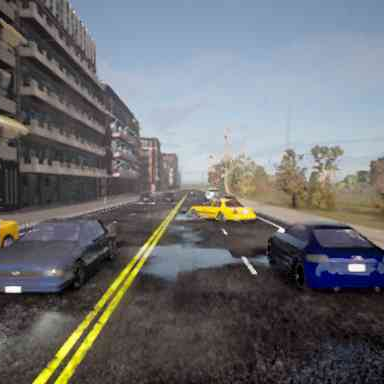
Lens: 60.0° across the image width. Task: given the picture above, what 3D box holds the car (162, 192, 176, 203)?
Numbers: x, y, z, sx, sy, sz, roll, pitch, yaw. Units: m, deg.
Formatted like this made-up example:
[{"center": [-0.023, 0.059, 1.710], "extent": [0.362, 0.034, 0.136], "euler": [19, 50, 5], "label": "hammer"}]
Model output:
[{"center": [-3.321, 0.721, 48.838], "extent": [1.882, 1.535, 5.008], "euler": [0, 1, 0], "label": "car"}]

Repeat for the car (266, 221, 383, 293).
[{"center": [3.249, 1.428, 8.556], "extent": [1.994, 1.385, 4.181], "euler": [0, 1, 0], "label": "car"}]

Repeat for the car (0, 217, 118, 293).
[{"center": [-3.351, 1.406, 8.900], "extent": [2.033, 1.411, 5.357], "euler": [0, 1, 0], "label": "car"}]

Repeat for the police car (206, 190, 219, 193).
[{"center": [3.246, 0.859, 41.553], "extent": [2.038, 1.542, 4.974], "euler": [0, 1, 0], "label": "police car"}]

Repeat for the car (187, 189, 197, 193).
[{"center": [-0.007, 0.186, 76.179], "extent": [2.097, 1.767, 4.553], "euler": [0, 1, 0], "label": "car"}]

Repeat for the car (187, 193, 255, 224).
[{"center": [1.759, 1.115, 21.777], "extent": [1.801, 1.575, 5.366], "euler": [-1, 1, -33], "label": "car"}]

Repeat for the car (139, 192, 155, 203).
[{"center": [-6.571, 0.748, 48.860], "extent": [1.837, 1.490, 4.892], "euler": [0, 1, 0], "label": "car"}]

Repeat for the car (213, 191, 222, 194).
[{"center": [3.247, 1.001, 30.553], "extent": [1.882, 1.535, 5.008], "euler": [0, 1, 0], "label": "car"}]

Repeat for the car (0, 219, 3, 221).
[{"center": [-6.598, 1.337, 8.870], "extent": [1.882, 1.535, 5.008], "euler": [0, 1, 0], "label": "car"}]

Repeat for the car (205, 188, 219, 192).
[{"center": [3.245, 0.408, 52.578], "extent": [2.150, 2.045, 5.566], "euler": [0, 1, 0], "label": "car"}]
